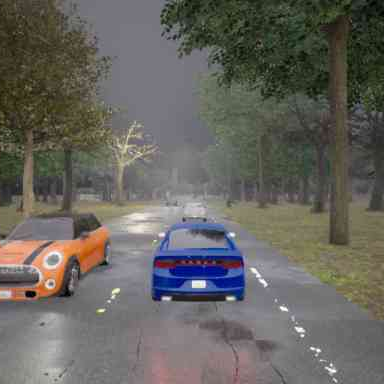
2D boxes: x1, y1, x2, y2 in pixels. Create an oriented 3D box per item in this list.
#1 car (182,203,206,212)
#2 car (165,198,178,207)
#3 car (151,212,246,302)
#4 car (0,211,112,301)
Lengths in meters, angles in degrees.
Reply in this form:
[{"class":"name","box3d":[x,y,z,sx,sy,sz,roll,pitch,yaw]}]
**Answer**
[{"class":"car","box3d":[0.187,1.580,26.879,1.812,1.442,4.674,0,0,0]},{"class":"car","box3d":[-3.322,1.711,55.364,1.837,1.490,4.892,0,-1,0]},{"class":"car","box3d":[0.129,1.485,8.366,1.882,1.535,5.008,0,0,0]},{"class":"car","box3d":[-3.571,1.359,8.559,2.097,1.767,4.553,0,0,0]}]
